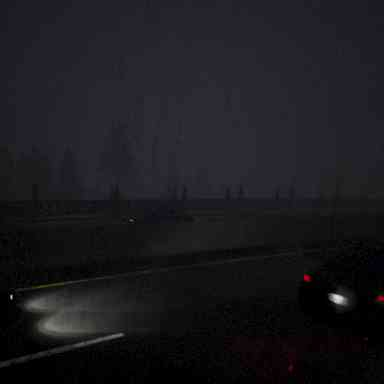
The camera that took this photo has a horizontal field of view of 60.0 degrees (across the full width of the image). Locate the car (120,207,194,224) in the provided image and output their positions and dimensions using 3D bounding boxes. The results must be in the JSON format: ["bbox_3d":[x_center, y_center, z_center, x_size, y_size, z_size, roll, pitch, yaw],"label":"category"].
[{"bbox_3d":[-1.932,1.535,18.963,4.181,1.385,1.994,0,0,-29],"label":"car"}]

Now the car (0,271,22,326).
[{"bbox_3d":[-5.246,1.519,4.228,5.357,1.411,2.033,0,0,-36],"label":"car"}]

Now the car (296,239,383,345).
[{"bbox_3d":[3.885,1.565,5.958,4.181,1.385,1.994,0,0,-31],"label":"car"}]
